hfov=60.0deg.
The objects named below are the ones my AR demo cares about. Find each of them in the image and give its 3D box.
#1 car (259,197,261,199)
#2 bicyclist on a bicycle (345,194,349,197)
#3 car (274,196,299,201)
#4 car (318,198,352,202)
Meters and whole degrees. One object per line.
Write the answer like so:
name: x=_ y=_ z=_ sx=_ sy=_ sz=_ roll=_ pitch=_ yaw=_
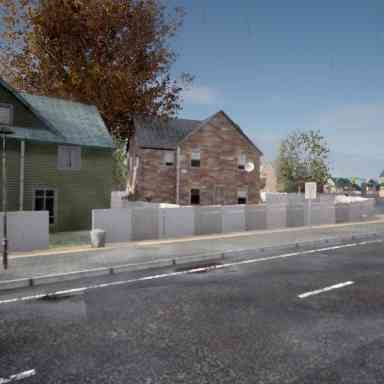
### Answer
car: x=9.618 y=0.973 z=55.495 sx=1.895 sy=1.301 sz=4.718 roll=1 pitch=0 yaw=-19
bicyclist on a bicycle: x=20.153 y=1.030 z=43.349 sx=1.656 sy=1.620 sz=0.582 roll=1 pitch=0 yaw=-20
car: x=12.925 y=1.004 z=46.171 sx=1.882 sy=1.535 sz=5.008 roll=1 pitch=0 yaw=-20
car: x=16.238 y=1.185 z=36.844 sx=1.837 sy=1.490 sz=4.892 roll=1 pitch=1 yaw=-20
